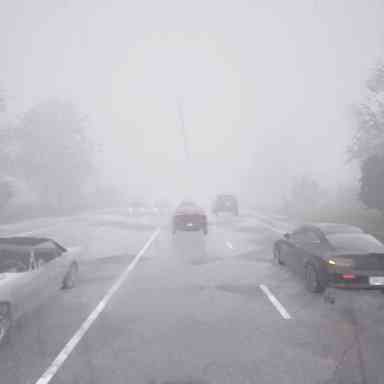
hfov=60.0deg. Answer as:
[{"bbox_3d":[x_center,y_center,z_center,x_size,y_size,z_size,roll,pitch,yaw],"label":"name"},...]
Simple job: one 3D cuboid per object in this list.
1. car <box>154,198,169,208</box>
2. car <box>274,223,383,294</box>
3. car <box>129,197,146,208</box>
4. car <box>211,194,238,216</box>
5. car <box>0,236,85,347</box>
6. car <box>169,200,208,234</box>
[{"bbox_3d":[-4.273,1.537,47.492,1.812,1.442,4.674,0,0,-1],"label":"car"},{"bbox_3d":[3.509,1.524,8.647,1.812,1.442,4.674,0,0,-1],"label":"car"},{"bbox_3d":[-7.780,1.492,48.001,1.882,1.535,5.008,0,0,-1],"label":"car"},{"bbox_3d":[3.148,1.224,32.564,2.150,2.045,5.566,0,0,-1],"label":"car"},{"bbox_3d":[-3.652,1.605,6.280,1.895,1.301,4.718,0,0,-1],"label":"car"},{"bbox_3d":[-0.138,1.481,19.109,1.882,1.535,5.008,0,0,-1],"label":"car"}]
